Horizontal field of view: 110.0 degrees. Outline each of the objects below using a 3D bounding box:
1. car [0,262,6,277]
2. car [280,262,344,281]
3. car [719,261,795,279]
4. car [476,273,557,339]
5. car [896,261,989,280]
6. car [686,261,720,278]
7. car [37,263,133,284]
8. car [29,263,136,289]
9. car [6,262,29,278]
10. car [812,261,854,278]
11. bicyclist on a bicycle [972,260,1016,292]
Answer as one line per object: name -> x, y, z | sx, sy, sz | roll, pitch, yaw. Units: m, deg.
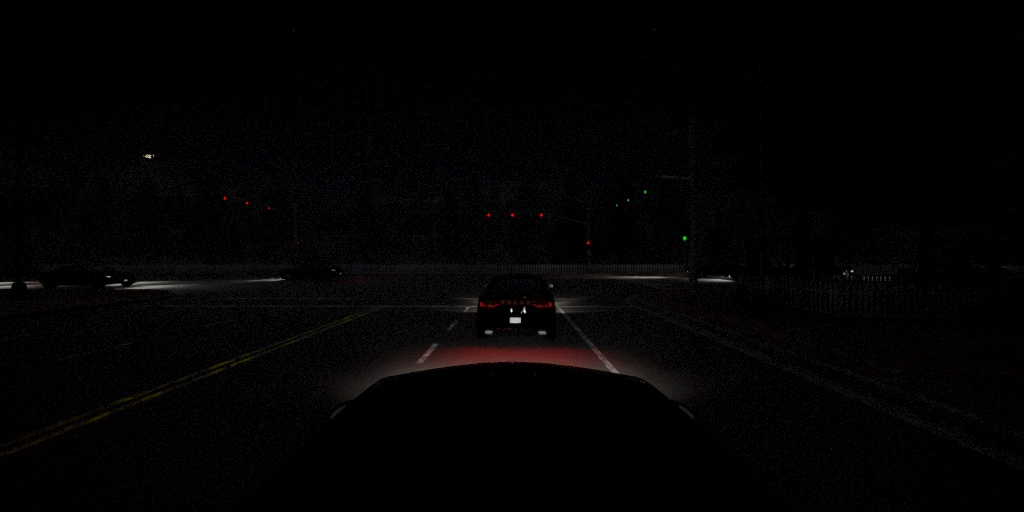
car -> -40.330, 1.242, 25.418 | 5.357, 1.411, 2.033 | 0, 0, -4
car -> -16.258, 1.222, 29.230 | 4.674, 1.442, 1.812 | 0, 0, 0
car -> 20.236, 1.242, 29.018 | 5.357, 1.411, 2.033 | 0, 0, -1
car -> 0.174, 1.228, 10.159 | 1.882, 1.535, 5.008 | 0, 0, 2
car -> 33.791, 1.172, 28.536 | 5.008, 1.535, 1.882 | 0, 0, 5
car -> 18.418, 1.186, 32.496 | 4.902, 1.511, 2.128 | 0, 0, 1
car -> -30.295, 1.220, 25.559 | 4.674, 1.442, 1.812 | 0, 0, 0
car -> -26.063, 1.220, 22.059 | 4.674, 1.442, 1.812 | 0, 0, 1
car -> -45.182, 1.258, 31.937 | 4.181, 1.385, 1.994 | 0, 0, -9
car -> 27.749, 1.186, 32.317 | 4.902, 1.511, 2.128 | 0, 0, 2
bicyclist on a bicycle -> 22.822, 0.995, 17.020 | 0.582, 1.620, 1.656 | 0, 0, 0
